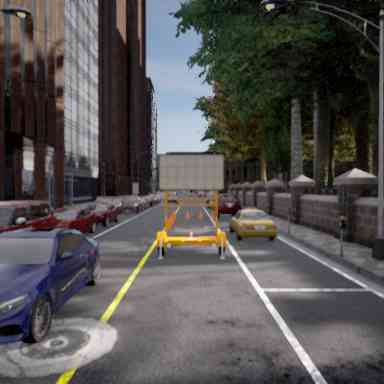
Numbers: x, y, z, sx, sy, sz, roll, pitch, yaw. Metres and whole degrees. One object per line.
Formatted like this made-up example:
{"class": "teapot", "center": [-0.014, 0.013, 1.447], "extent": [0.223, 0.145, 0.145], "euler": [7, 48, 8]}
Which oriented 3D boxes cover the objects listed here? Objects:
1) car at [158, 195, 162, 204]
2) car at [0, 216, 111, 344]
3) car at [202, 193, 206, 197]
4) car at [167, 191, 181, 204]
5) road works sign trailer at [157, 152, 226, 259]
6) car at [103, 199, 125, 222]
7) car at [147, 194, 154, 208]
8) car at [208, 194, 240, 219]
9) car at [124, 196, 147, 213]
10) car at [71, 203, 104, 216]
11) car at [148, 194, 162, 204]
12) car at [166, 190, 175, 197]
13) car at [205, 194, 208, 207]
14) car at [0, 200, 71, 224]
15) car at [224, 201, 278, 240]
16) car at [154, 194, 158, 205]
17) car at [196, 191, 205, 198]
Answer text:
{"class": "car", "center": [-5.839, 1.001, 48.275], "extent": [1.967, 1.590, 4.097], "euler": [0, 1, 0]}
{"class": "car", "center": [-3.109, 1.464, 6.464], "extent": [1.812, 1.442, 4.674], "euler": [0, 1, 0]}
{"class": "car", "center": [2.695, 1.175, 42.835], "extent": [1.947, 1.339, 4.313], "euler": [0, 1, 0]}
{"class": "car", "center": [-3.130, 1.043, 51.023], "extent": [1.837, 1.490, 4.892], "euler": [0, 0, 0]}
{"class": "road works sign trailer", "center": [-0.018, 0.349, 12.086], "extent": [2.380, 3.560, 2.880], "euler": [0, 1, 0]}
{"class": "car", "center": [-5.795, 1.348, 20.992], "extent": [1.887, 1.381, 4.507], "euler": [0, 1, 0]}
{"class": "car", "center": [-5.821, 1.208, 37.362], "extent": [2.008, 1.369, 4.403], "euler": [0, 1, 0]}
{"class": "car", "center": [2.721, 1.070, 26.464], "extent": [2.192, 1.841, 5.009], "euler": [0, 1, 0]}
{"class": "car", "center": [-5.813, 1.146, 31.904], "extent": [1.967, 1.590, 4.097], "euler": [0, 1, 0]}
{"class": "car", "center": [-5.786, 1.398, 15.535], "extent": [1.887, 1.381, 4.507], "euler": [0, 1, 0]}
{"class": "car", "center": [-5.848, 1.039, 53.562], "extent": [1.752, 1.417, 4.829], "euler": [0, 1, 0]}
{"class": "car", "center": [-5.909, 0.506, 91.137], "extent": [2.192, 1.841, 5.009], "euler": [0, 0, 0]}
{"class": "car", "center": [2.703, 1.181, 37.548], "extent": [1.752, 1.417, 4.829], "euler": [0, 1, 0]}
{"class": "car", "center": [-5.777, 1.219, 10.076], "extent": [2.192, 1.841, 5.009], "euler": [0, 1, 0]}
{"class": "car", "center": [2.739, 1.377, 15.723], "extent": [1.752, 1.417, 4.829], "euler": [0, 1, 0]}
{"class": "car", "center": [-5.830, 1.153, 42.819], "extent": [1.887, 1.381, 4.507], "euler": [0, 1, 0]}
{"class": "car", "center": [2.625, 0.677, 85.715], "extent": [1.967, 1.590, 4.097], "euler": [0, 0, 0]}
